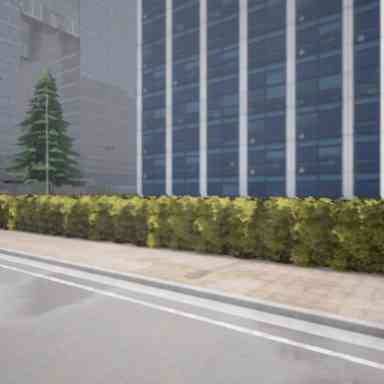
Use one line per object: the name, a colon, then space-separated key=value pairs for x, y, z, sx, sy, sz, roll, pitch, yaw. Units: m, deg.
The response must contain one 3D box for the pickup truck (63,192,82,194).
pickup truck: x=-24.131 y=1.046 z=67.919 sx=6.274 sy=2.098 sz=2.390 roll=0 pitch=0 yaw=-24
